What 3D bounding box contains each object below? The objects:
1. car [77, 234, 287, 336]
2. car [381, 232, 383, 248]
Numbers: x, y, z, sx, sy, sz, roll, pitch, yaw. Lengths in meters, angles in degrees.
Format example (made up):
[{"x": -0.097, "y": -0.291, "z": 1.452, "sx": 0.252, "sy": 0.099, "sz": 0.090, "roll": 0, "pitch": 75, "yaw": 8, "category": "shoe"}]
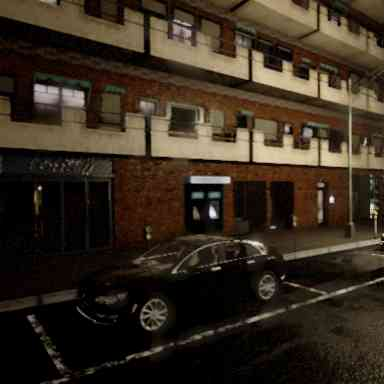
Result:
[{"x": 0.017, "y": 1.556, "z": 6.587, "sx": 4.403, "sy": 1.369, "sz": 2.008, "roll": 0, "pitch": -1, "yaw": -36, "category": "car"}, {"x": 9.129, "y": 1.565, "z": 13.106, "sx": 4.403, "sy": 1.369, "sz": 2.008, "roll": 0, "pitch": -1, "yaw": -36, "category": "car"}]
